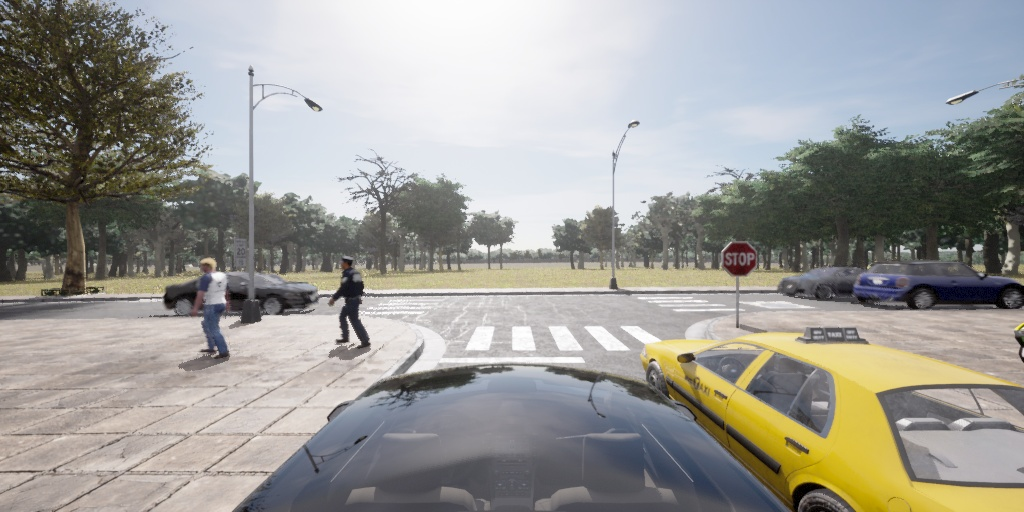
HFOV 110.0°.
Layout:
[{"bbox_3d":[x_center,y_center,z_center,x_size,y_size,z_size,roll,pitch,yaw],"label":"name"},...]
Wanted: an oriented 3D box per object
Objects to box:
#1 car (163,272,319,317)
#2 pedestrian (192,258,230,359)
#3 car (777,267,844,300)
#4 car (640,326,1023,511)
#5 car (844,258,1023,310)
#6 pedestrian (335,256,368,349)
[{"bbox_3d":[-9.862,1.328,13.266,5.008,1.535,1.882,-1,0,0],"label":"car"},{"bbox_3d":[-5.395,0.922,6.491,0.375,1.860,0.375,0,0,0],"label":"pedestrian"},{"bbox_3d":[14.456,1.173,16.074,4.181,1.385,1.994,0,0,0],"label":"car"},{"bbox_3d":[2.637,1.275,3.225,1.751,1.417,4.829,0,0,0],"label":"car"},{"bbox_3d":[15.507,0.960,13.118,4.553,1.767,2.097,0,0,0],"label":"car"},{"bbox_3d":[-3.170,0.891,7.085,0.375,1.860,0.375,0,0,0],"label":"pedestrian"}]
